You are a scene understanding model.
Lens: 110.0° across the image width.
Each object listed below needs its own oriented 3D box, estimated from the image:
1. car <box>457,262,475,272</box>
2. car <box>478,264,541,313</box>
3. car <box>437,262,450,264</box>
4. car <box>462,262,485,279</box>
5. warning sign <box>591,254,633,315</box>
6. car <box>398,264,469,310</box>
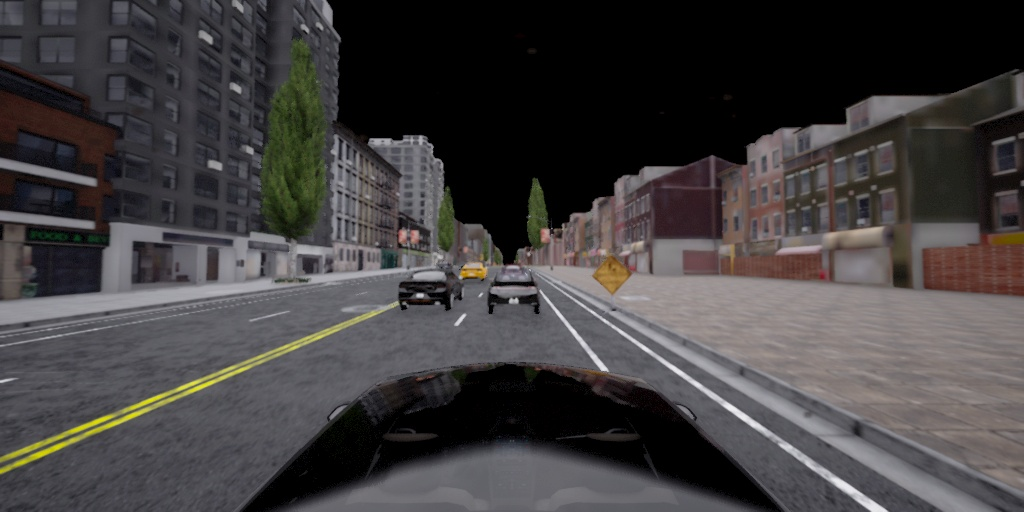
[{"bbox_3d":[-6.558,1.540,51.645,1.895,1.301,4.718,0,0,0],"label":"car"},{"bbox_3d":[0.076,1.260,14.048,2.128,1.511,4.902,0,0,0],"label":"car"},{"bbox_3d":[-9.806,1.504,51.903,1.994,1.385,4.181,0,0,0],"label":"car"},{"bbox_3d":[-3.162,1.301,30.692,1.882,1.535,5.008,0,0,0],"label":"car"},{"bbox_3d":[3.229,0.878,11.434,1.300,1.860,1.060,0,0,0],"label":"warning sign"},{"bbox_3d":[-3.169,1.247,14.867,1.882,1.535,5.008,0,-1,0],"label":"car"}]
